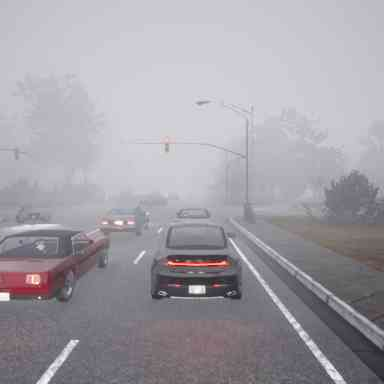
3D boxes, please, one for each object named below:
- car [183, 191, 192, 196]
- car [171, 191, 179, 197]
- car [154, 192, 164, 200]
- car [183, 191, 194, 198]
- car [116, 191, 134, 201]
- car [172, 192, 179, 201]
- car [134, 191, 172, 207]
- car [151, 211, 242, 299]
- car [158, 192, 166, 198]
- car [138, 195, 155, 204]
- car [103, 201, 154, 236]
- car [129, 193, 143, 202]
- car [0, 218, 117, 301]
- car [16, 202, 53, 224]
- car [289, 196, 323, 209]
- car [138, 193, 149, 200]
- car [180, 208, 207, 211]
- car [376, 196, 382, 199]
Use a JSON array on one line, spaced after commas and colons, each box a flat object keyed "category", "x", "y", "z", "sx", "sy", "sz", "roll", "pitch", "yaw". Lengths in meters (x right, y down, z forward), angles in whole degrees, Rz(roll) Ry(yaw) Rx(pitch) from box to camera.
[{"category": "car", "x": -1.402, "y": 0.460, "z": 95.140, "sx": 2.033, "sy": 1.411, "sz": 5.357, "roll": 0, "pitch": 1, "yaw": -7}, {"category": "car", "x": -4.928, "y": 0.612, "z": 95.109, "sx": 2.128, "sy": 1.511, "sz": 4.902, "roll": 0, "pitch": 1, "yaw": -7}, {"category": "car", "x": -7.220, "y": 0.872, "z": 73.671, "sx": 1.882, "sy": 1.535, "sz": 5.008, "roll": 0, "pitch": 1, "yaw": -1}, {"category": "car", "x": -0.651, "y": 0.779, "z": 85.262, "sx": 1.994, "sy": 1.385, "sz": 4.181, "roll": 0, "pitch": 1, "yaw": -4}, {"category": "car", "x": -10.679, "y": 0.818, "z": 53.826, "sx": 2.150, "sy": 2.045, "sz": 5.566, "roll": 0, "pitch": 0, "yaw": 0}, {"category": "car", "x": -3.531, "y": 0.853, "z": 64.206, "sx": 2.097, "sy": 1.767, "sz": 4.553, "roll": 0, "pitch": 1, "yaw": 0}, {"category": "car", "x": -4.887, "y": 1.044, "z": 42.299, "sx": 2.097, "sy": 1.767, "sz": 4.553, "roll": 0, "pitch": 0, "yaw": 26}, {"category": "car", "x": 0.090, "y": 1.473, "z": 8.343, "sx": 1.837, "sy": 1.490, "sz": 4.892, "roll": 0, "pitch": 0, "yaw": 0}, {"category": "car", "x": -7.583, "y": 0.776, "z": 83.940, "sx": 1.812, "sy": 1.442, "sz": 4.674, "roll": 0, "pitch": 1, "yaw": -3}, {"category": "car", "x": -7.180, "y": 1.149, "z": 53.306, "sx": 2.033, "sy": 1.411, "sz": 5.357, "roll": 0, "pitch": 0, "yaw": 0}, {"category": "car", "x": -3.442, "y": 1.442, "z": 17.753, "sx": 2.033, "sy": 1.411, "sz": 5.357, "roll": 0, "pitch": 0, "yaw": -1}, {"category": "car", "x": -10.661, "y": 0.984, "z": 63.713, "sx": 1.882, "sy": 1.535, "sz": 5.008, "roll": 0, "pitch": 1, "yaw": 0}, {"category": "car", "x": -3.411, "y": 1.570, "z": 8.164, "sx": 1.895, "sy": 1.301, "sz": 4.718, "roll": 0, "pitch": 0, "yaw": 0}, {"category": "car", "x": -10.936, "y": 1.410, "z": 23.484, "sx": 1.994, "sy": 1.385, "sz": 4.181, "roll": 0, "pitch": 0, "yaw": -20}, {"category": "car", "x": 13.675, "y": 1.216, "z": 38.383, "sx": 4.902, "sy": 1.511, "sz": 2.128, "roll": 0, "pitch": 0, "yaw": -3}, {"category": "car", "x": -10.724, "y": 0.987, "z": 73.799, "sx": 1.895, "sy": 1.301, "sz": 4.718, "roll": 0, "pitch": 1, "yaw": -1}, {"category": "car", "x": 0.084, "y": 1.496, "z": 17.656, "sx": 1.895, "sy": 1.301, "sz": 4.718, "roll": 0, "pitch": 0, "yaw": 0}, {"category": "car", "x": 17.135, "y": 1.260, "z": 31.372, "sx": 5.008, "sy": 1.535, "sz": 1.882, "roll": 0, "pitch": 0, "yaw": -3}]
